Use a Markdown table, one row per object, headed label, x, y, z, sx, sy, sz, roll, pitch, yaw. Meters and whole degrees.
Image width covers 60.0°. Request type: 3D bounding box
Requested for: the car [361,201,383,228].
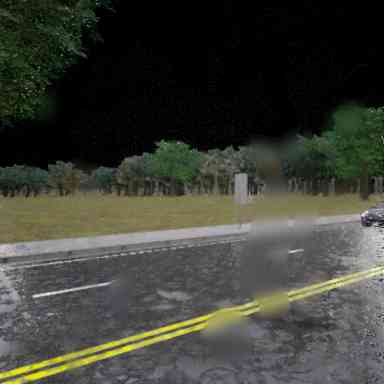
| label | x | y | z | sx | sy | sz | roll | pitch | yaw |
| --- | --- | --- | --- | --- | --- | --- | --- | --- | --- |
| car | 12.331 | 1.270 | 20.339 | 4.553 | 1.767 | 2.097 | 0 | 0 | -35 |
